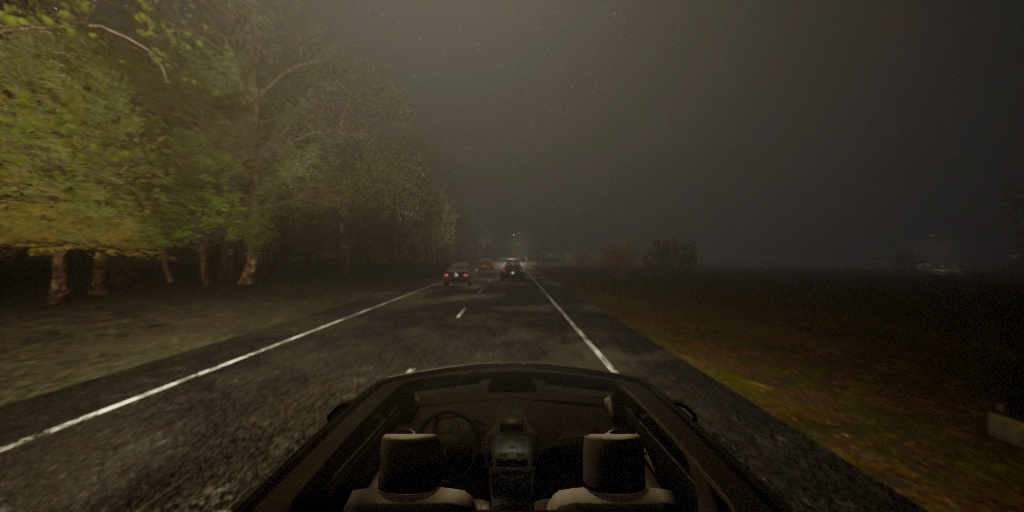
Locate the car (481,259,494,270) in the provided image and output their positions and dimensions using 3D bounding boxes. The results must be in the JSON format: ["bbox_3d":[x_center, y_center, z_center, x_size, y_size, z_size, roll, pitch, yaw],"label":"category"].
[{"bbox_3d":[-3.389,1.061,47.106,1.882,1.535,5.008,0,0,0],"label":"car"}]

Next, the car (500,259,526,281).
[{"bbox_3d":[0.072,1.219,28.742,1.994,1.385,4.181,0,0,0],"label":"car"}]

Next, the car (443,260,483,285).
[{"bbox_3d":[-3.461,1.217,24.860,2.033,1.411,5.357,0,0,1],"label":"car"}]
